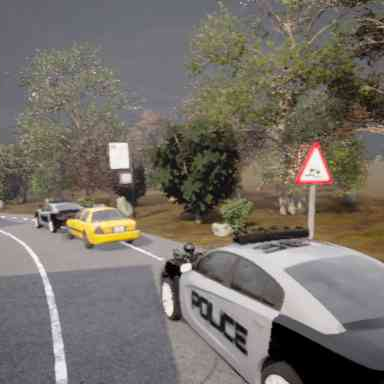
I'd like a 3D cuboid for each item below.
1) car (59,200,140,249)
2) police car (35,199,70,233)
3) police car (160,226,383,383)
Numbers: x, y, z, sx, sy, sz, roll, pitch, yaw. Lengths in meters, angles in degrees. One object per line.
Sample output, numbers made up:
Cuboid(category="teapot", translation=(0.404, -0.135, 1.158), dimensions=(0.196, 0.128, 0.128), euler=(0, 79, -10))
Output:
Cuboid(category="car", translation=(-3.921, 1.279, 13.840), dimensions=(1.801, 1.575, 5.366), euler=(-3, 2, -32))
Cuboid(category="police car", translation=(-7.497, 1.255, 18.896), dimensions=(1.930, 1.638, 5.238), euler=(-4, 2, -38))
Cuboid(category="police car", translation=(0.998, 1.303, 4.537), dimensions=(1.930, 1.638, 5.238), euler=(-2, 1, -23))
